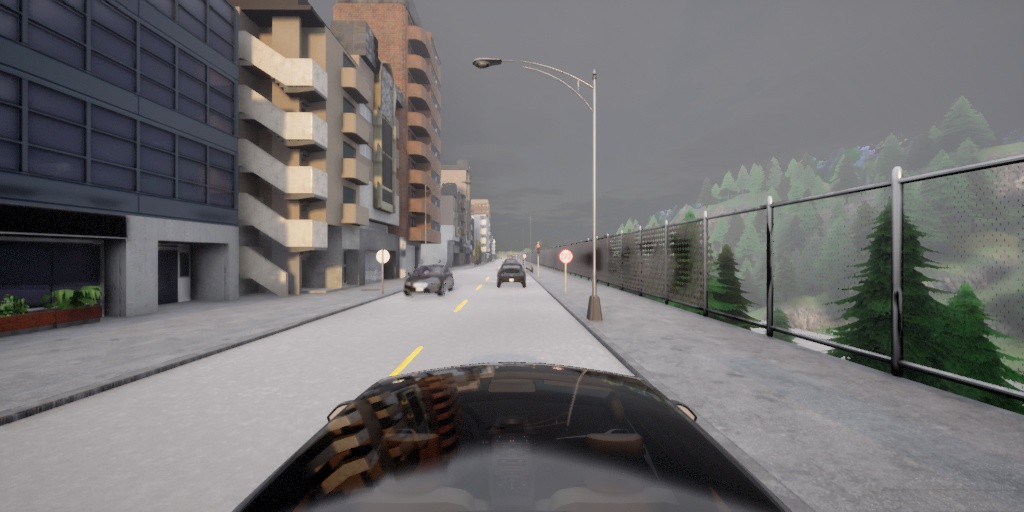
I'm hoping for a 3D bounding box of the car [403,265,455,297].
[{"bbox_3d":[-4.193,1.240,18.722,2.128,1.511,4.902,0,0,0],"label":"car"}]

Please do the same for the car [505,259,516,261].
[{"bbox_3d":[-0.156,1.099,44.063,2.097,1.767,4.553,0,0,0],"label":"car"}]

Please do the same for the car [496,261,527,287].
[{"bbox_3d":[-0.041,1.250,24.414,1.837,1.490,4.892,0,-1,0],"label":"car"}]
